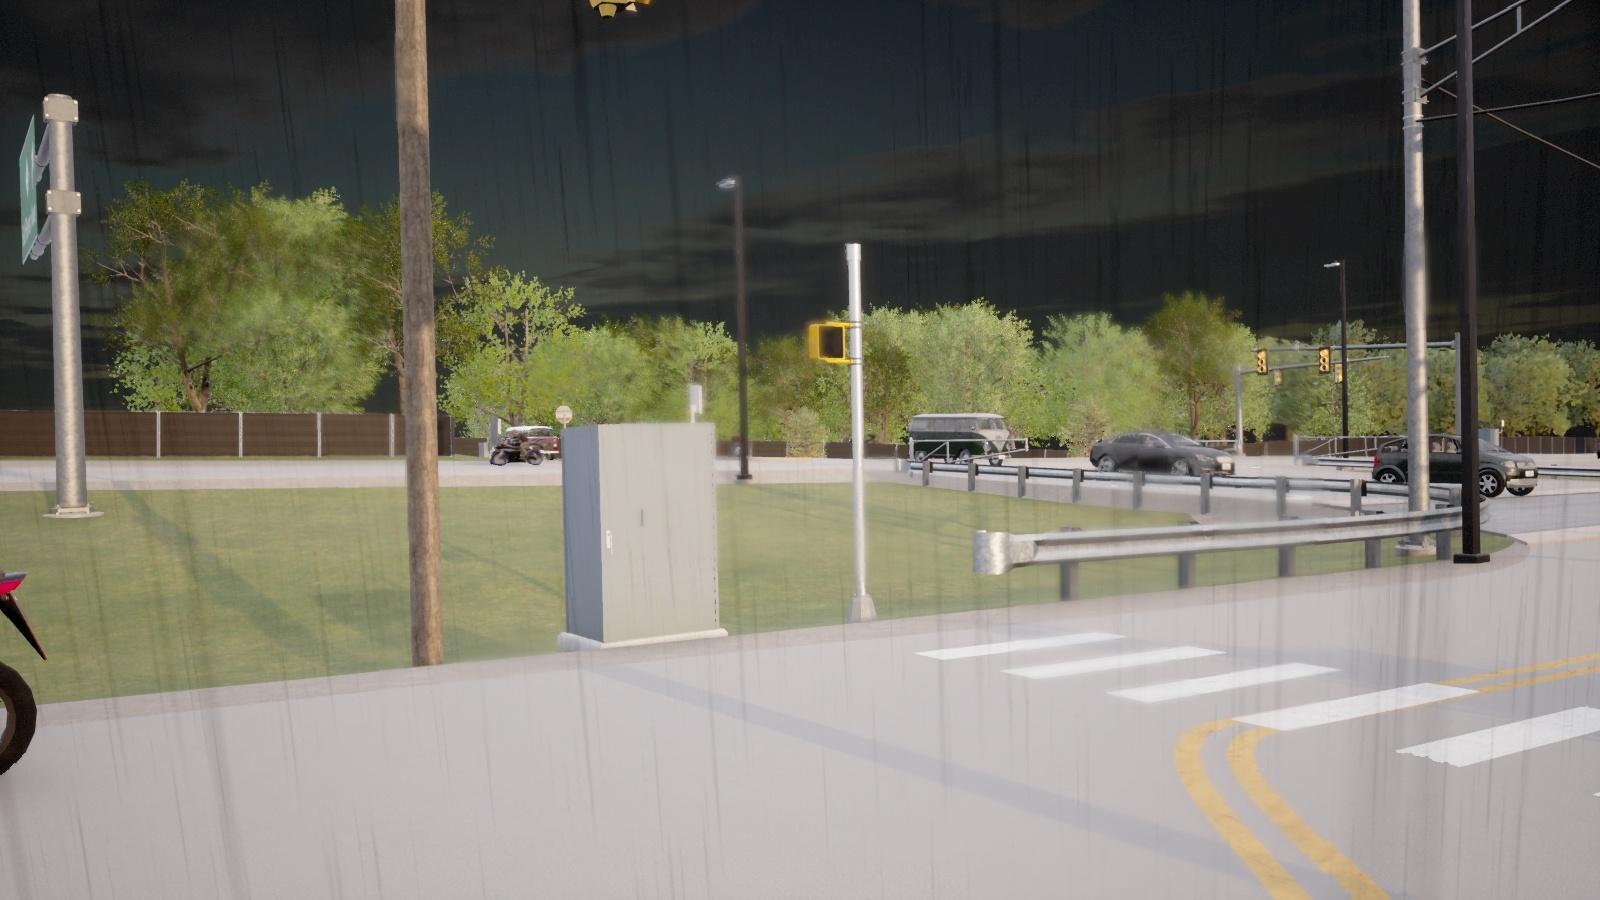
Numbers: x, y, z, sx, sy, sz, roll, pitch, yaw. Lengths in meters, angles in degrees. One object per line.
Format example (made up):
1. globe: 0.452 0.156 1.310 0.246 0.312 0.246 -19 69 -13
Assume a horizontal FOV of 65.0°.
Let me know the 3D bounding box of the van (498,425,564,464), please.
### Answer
1. van: -15.441 -0.292 71.900 2.069 2.038 4.480 -1 0 -35

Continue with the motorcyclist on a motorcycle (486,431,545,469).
1. motorcyclist on a motorcycle: -11.610 -0.010 51.234 2.191 1.530 0.866 -1 0 -33

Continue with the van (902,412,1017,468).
1. van: 5.907 -0.399 46.992 1.775 1.987 4.442 0 1 -34

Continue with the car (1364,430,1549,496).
1. car: 16.437 0.310 31.578 1.789 1.549 3.705 -1 0 -34

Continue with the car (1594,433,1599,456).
1. car: 54.175 -0.367 82.597 4.193 1.474 1.816 0 0 -34

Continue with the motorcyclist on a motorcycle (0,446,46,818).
1. motorcyclist on a motorcycle: -4.218 0.750 4.986 2.044 1.523 0.797 0 0 -35

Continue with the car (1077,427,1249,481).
1. car: 11.236 0.083 39.196 2.128 1.511 4.902 0 2 -34
